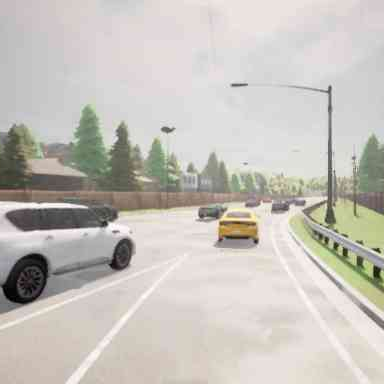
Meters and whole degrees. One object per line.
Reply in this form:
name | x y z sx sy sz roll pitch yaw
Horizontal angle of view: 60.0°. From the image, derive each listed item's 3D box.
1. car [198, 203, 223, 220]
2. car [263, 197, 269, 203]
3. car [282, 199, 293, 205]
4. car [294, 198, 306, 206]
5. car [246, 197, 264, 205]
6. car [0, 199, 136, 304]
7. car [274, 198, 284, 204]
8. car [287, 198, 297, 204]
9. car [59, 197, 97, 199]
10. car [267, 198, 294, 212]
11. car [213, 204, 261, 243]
car | 2.135 1.775 30.927 2.128 1.511 4.902 0 -1 23
car | 20.172 2.211 90.360 2.097 1.767 4.553 0 -1 23
car | 22.221 2.269 77.491 1.812 1.442 4.674 0 -1 23
car | 23.268 2.214 71.107 2.128 1.511 4.902 0 -1 23
car | 11.084 2.114 60.359 2.033 1.411 5.357 0 -1 23
car | -3.683 1.285 8.718 2.150 2.045 5.566 0 -2 23
car | 23.103 2.368 88.323 1.812 1.442 4.674 0 -1 23
car | 26.100 2.311 86.437 1.882 1.535 5.008 0 -1 23
car | -7.943 1.433 25.281 2.150 2.045 5.566 0 -1 23
car | 11.917 1.919 44.692 2.128 1.511 4.902 0 -1 23
car | 2.522 1.639 17.267 1.882 1.535 5.008 0 0 12
